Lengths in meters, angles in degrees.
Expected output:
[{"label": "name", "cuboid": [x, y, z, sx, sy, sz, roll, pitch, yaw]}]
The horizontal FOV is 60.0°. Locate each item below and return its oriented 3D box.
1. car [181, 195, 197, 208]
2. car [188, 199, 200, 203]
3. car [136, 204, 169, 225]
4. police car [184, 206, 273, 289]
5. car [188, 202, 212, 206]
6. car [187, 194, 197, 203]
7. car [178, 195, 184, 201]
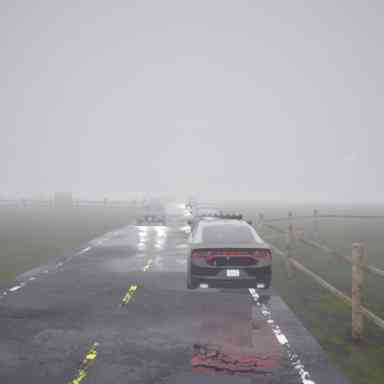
[{"label": "car", "cuboid": [0.038, 1.540, 45.720, 2.033, 1.411, 5.357, 0, 0, 1]}, {"label": "car", "cuboid": [0.830, 1.522, 25.167, 1.812, 1.442, 4.674, 0, 0, 0]}, {"label": "car", "cuboid": [-2.745, 1.562, 23.677, 1.994, 1.385, 4.181, 0, 0, 0]}, {"label": "police car", "cuboid": [0.826, 1.424, 9.277, 1.930, 1.638, 5.238, 0, 0, 0]}, {"label": "car", "cuboid": [0.828, 1.523, 19.167, 1.812, 1.442, 4.674, 0, 0, 0]}, {"label": "car", "cuboid": [0.016, 1.336, 66.887, 2.097, 1.767, 4.553, 0, 0, 0]}, {"label": "car", "cuboid": [-2.730, 1.519, 87.122, 2.033, 1.411, 5.357, 0, 0, 0]}]
